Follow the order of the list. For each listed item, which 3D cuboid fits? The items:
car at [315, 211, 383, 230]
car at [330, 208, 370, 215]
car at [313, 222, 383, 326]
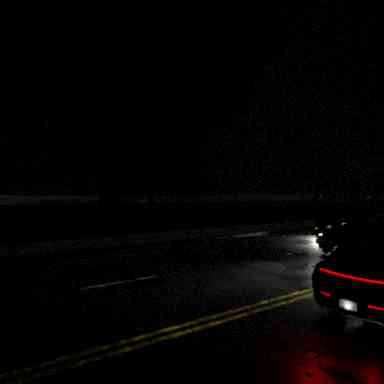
[{"bbox_3d":[6.733,1.601,12.480,4.718,1.301,1.895,0,0,-35],"label":"car"},{"bbox_3d":[8.448,1.564,17.696,4.181,1.385,1.994,0,0,-36],"label":"car"},{"bbox_3d":[4.393,1.504,6.575,4.892,1.490,1.837,0,0,-36],"label":"car"}]
